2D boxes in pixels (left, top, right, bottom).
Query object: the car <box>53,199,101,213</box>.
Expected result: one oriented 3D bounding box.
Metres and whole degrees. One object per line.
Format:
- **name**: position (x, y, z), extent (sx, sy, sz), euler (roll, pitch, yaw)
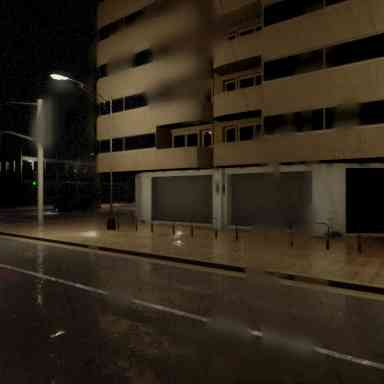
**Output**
- **car**: position (-12.963, 1.547, 37.900), extent (2.033, 1.411, 5.357), euler (0, 0, 37)
